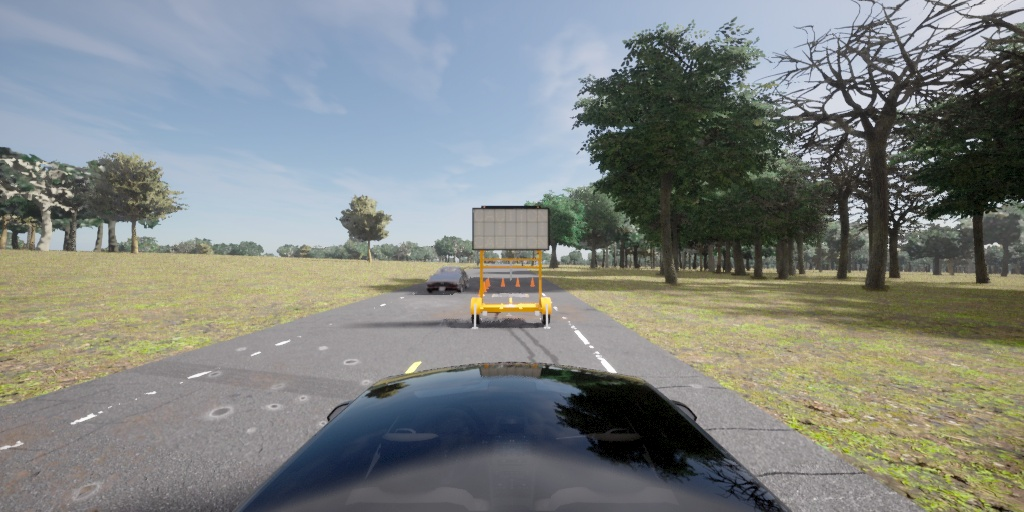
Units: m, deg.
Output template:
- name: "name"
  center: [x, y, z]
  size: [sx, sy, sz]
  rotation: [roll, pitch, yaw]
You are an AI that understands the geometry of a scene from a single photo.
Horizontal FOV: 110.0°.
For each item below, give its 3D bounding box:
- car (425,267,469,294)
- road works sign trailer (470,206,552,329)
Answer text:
- name: "car"
  center: [-3.606, 1.340, 21.027]
  size: [2.033, 1.411, 5.357]
  rotation: [0, 0, 0]
- name: "road works sign trailer"
  center: [-0.036, 0.226, 11.298]
  size: [2.380, 3.560, 2.880]
  rotation: [0, 0, 0]
